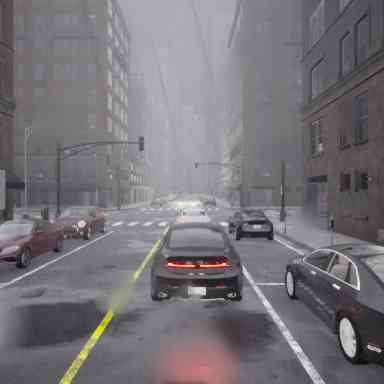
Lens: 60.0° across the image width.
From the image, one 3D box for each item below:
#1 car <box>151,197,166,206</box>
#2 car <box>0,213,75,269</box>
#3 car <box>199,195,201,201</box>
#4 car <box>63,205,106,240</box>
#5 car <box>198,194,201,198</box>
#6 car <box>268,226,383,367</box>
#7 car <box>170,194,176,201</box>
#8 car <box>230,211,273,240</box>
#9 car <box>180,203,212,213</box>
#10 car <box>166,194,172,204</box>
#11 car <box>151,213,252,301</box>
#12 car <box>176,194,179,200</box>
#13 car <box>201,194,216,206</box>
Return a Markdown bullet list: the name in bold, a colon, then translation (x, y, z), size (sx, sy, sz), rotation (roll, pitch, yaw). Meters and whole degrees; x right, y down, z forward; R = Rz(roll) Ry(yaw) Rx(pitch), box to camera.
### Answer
- **car**: translation (-5.636, 1.617, 53.733), size (1.802, 1.307, 4.206), rotation (0, 0, 0)
- **car**: translation (-5.670, 1.582, 11.128), size (1.802, 1.307, 4.206), rotation (0, 0, 0)
- **car**: translation (2.908, 1.606, 64.538), size (2.008, 1.369, 4.403), rotation (0, 0, 0)
- **car**: translation (-5.670, 1.440, 16.630), size (1.967, 1.590, 4.097), rotation (0, 0, 0)
- **car**: translation (2.927, 1.523, 75.356), size (1.967, 1.590, 4.097), rotation (0, 0, 0)
- **car**: translation (2.855, 1.550, 5.627), size (2.008, 1.369, 4.403), rotation (0, 0, 0)
- **car**: translation (-5.588, 1.625, 80.605), size (1.752, 1.417, 4.829), rotation (0, 0, 0)
- **car**: translation (2.855, 1.566, 16.630), size (1.947, 1.339, 4.313), rotation (0, 0, 0)
- **car**: translation (0.082, 1.526, 17.442), size (1.812, 1.442, 4.674), rotation (0, 0, -1)
- **car**: translation (-5.617, 1.606, 64.550), size (2.008, 1.369, 4.403), rotation (0, 0, 0)
- **car**: translation (0.098, 1.505, 8.294), size (1.837, 1.490, 4.892), rotation (0, 0, 0)
- **car**: translation (-5.570, 1.456, 91.593), size (2.192, 1.841, 5.009), rotation (0, 0, 0)
- **car**: translation (2.888, 1.475, 53.720), size (1.967, 1.590, 4.097), rotation (0, 0, 0)
